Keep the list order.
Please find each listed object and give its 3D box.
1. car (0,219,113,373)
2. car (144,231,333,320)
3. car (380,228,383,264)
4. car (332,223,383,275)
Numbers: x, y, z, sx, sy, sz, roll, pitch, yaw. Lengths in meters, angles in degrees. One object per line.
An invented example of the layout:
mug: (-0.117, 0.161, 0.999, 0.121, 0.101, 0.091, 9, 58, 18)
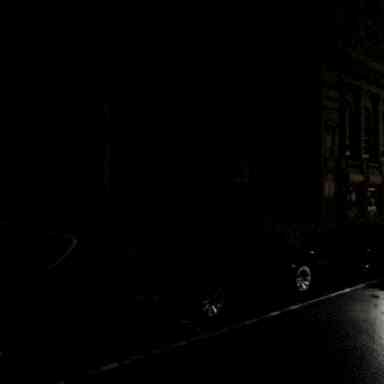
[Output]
car: (-3.472, 1.330, 4.116, 5.009, 1.841, 2.192, 1, -1, -37)
car: (1.026, 1.642, 7.509, 4.313, 1.339, 1.947, 1, -1, -37)
car: (7.448, 1.681, 9.012, 5.357, 1.411, 2.033, 1, -1, -37)
car: (5.524, 1.704, 10.904, 4.313, 1.339, 1.947, 1, -1, -37)
